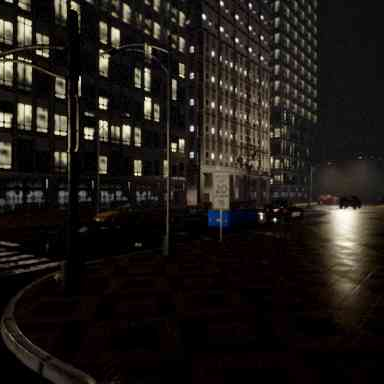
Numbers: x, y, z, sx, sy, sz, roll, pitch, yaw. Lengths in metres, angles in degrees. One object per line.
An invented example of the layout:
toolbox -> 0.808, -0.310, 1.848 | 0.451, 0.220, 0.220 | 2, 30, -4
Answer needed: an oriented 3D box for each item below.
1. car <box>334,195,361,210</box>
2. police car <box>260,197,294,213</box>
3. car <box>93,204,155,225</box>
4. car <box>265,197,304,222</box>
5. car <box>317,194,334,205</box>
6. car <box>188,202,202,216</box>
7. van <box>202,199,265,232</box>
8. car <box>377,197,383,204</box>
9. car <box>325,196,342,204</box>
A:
car -> 21.175, 1.363, 44.518 | 2.192, 1.841, 5.009 | 0, 0, 38
police car -> 9.967, 1.450, 38.689 | 1.930, 1.638, 5.238 | 0, 0, 38
car -> -4.774, 1.530, 23.995 | 1.752, 1.417, 4.829 | 0, 0, 38
car -> 7.582, 1.467, 26.897 | 1.967, 1.590, 4.097 | 0, 0, 38
car -> 25.132, 1.371, 62.548 | 2.192, 1.841, 5.009 | 0, 0, 38
car -> 1.342, 1.593, 31.711 | 1.802, 1.307, 4.206 | 0, 0, 38
van -> 2.612, 1.362, 20.273 | 1.690, 1.788, 3.998 | 0, 0, 38
car -> 38.167, 1.654, 66.543 | 1.947, 1.339, 4.313 | 0, 0, 38
car -> 28.530, 1.615, 66.953 | 2.008, 1.369, 4.403 | 0, 0, 38
